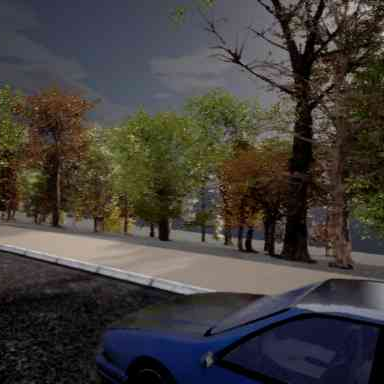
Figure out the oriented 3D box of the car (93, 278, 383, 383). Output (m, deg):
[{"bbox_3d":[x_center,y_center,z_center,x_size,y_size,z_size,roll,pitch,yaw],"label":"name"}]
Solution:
[{"bbox_3d":[1.493,1.524,2.722,5.357,1.411,2.033,0,1,38],"label":"car"}]
